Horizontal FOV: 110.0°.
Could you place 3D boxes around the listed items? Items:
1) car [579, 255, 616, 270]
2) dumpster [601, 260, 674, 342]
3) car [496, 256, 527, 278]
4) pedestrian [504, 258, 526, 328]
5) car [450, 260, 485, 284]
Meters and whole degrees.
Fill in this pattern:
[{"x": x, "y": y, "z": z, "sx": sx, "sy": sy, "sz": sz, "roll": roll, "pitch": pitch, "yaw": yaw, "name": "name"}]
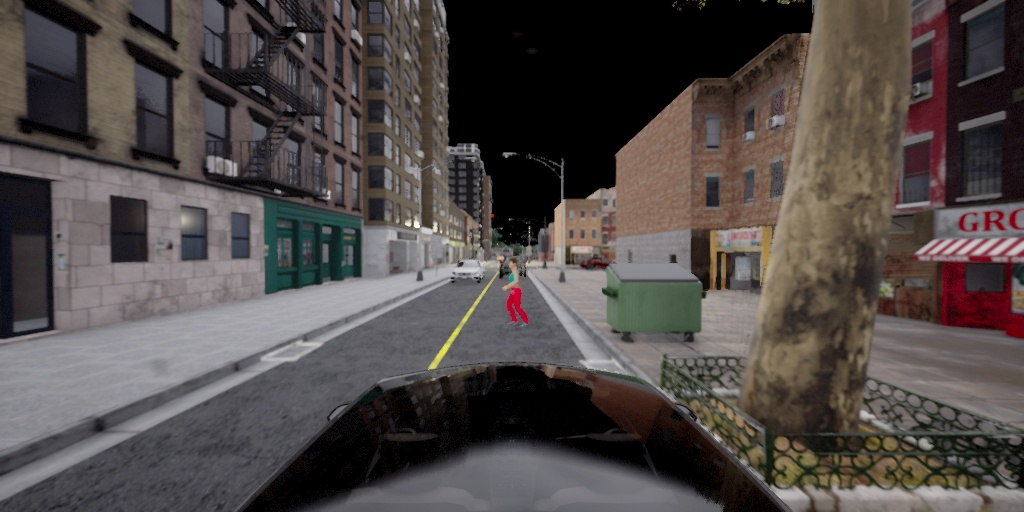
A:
[{"x": 10.802, "y": 0.874, "z": 44.165, "sx": 5.009, "sy": 1.841, "sz": 2.192, "roll": 0, "pitch": 0, "yaw": 0, "name": "car"}, {"x": 3.011, "y": 1.027, "z": 8.886, "sx": 1.020, "sy": 1.700, "sz": 1.940, "roll": 0, "pitch": 0, "yaw": 0, "name": "dumpster"}, {"x": 0.082, "y": 0.751, "z": 28.134, "sx": 2.097, "sy": 1.767, "sz": 4.553, "roll": 0, "pitch": 1, "yaw": 0, "name": "car"}, {"x": 0.084, "y": 0.919, "z": 9.358, "sx": 0.375, "sy": 1.860, "sz": 0.375, "roll": 0, "pitch": 1, "yaw": -10, "name": "pedestrian"}, {"x": -2.838, "y": 0.970, "z": 23.612, "sx": 1.812, "sy": 1.442, "sz": 4.674, "roll": 0, "pitch": 1, "yaw": 0, "name": "car"}]
